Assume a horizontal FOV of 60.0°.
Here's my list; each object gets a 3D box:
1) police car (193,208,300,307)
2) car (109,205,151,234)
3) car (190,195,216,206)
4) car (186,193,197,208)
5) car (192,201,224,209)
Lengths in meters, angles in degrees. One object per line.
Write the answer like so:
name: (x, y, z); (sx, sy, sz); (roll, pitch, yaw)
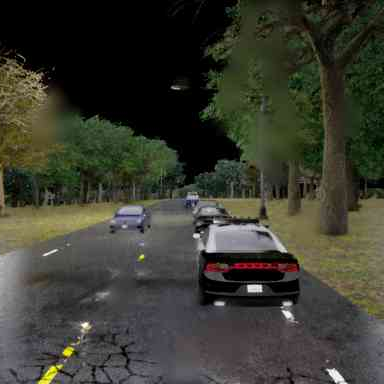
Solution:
police car: (1.064, 1.425, 8.199); (1.930, 1.638, 5.238); (0, 0, 0)
car: (-3.466, 1.510, 19.444); (1.812, 1.442, 4.674); (0, 0, 0)
car: (1.089, 1.324, 24.063); (2.097, 1.767, 4.553); (0, 0, 0)
car: (0.119, 1.359, 46.876); (1.882, 1.535, 5.008); (0, 0, 1)
car: (1.080, 1.465, 18.091); (1.882, 1.535, 5.008); (0, 0, 0)
